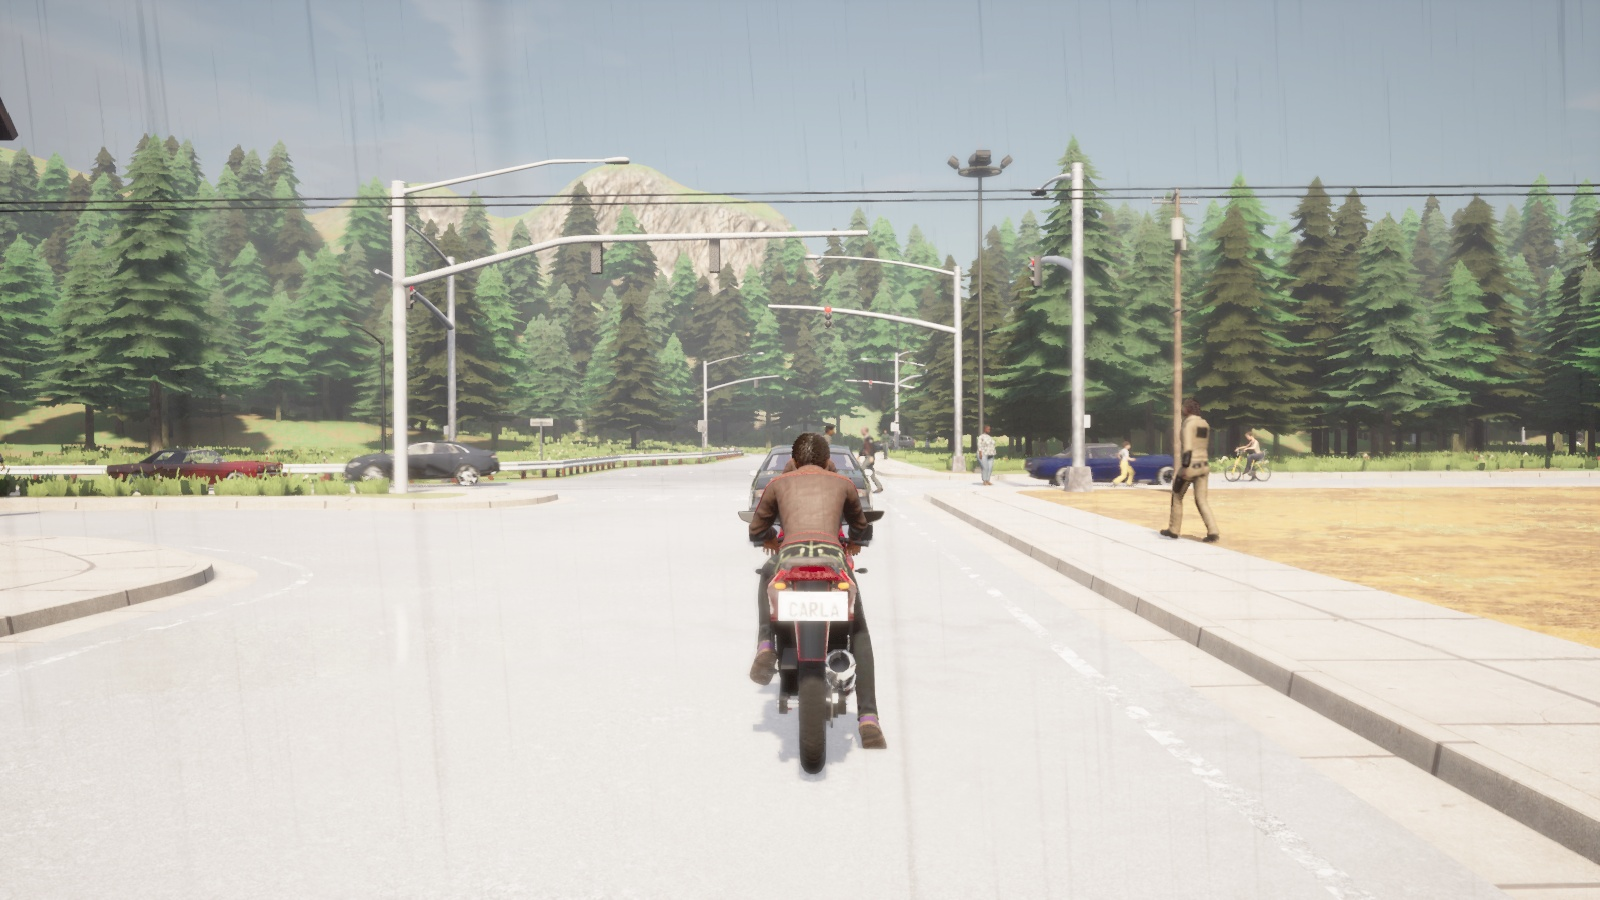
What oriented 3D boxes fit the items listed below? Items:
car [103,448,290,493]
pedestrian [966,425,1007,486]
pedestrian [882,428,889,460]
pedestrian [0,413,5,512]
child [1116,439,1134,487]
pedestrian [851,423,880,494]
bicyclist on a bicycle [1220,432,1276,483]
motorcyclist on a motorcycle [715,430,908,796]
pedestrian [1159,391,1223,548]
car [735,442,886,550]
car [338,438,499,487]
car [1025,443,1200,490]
[{"bbox_3d":[-18.043,0.596,37.681,4.718,1.301,1.895,0,1,1],"label":"car"},{"bbox_3d":[5.745,0.162,38.668,0.874,1.855,0.900,-1,1,-36],"label":"pedestrian"},{"bbox_3d":[5.054,-0.343,74.009,0.353,1.847,0.614,0,1,-1],"label":"pedestrian"},{"bbox_3d":[-15.076,0.239,23.217,0.353,1.847,0.614,0,1,1],"label":"pedestrian"},{"bbox_3d":[8.549,0.336,33.061,0.437,1.263,0.270,0,1,12],"label":"child"},{"bbox_3d":[1.724,0.218,33.053,0.720,1.854,0.376,0,1,-2],"label":"pedestrian"},{"bbox_3d":[14.380,0.245,40.329,1.509,1.612,0.866,0,1,2],"label":"bicyclist on a bicycle"},{"bbox_3d":[0.057,0.671,6.254,0.797,1.523,2.044,0,1,0],"label":"motorcyclist on a motorcycle"},{"bbox_3d":[4.916,0.233,15.807,0.396,1.930,0.692,-1,1,-27],"label":"pedestrian"},{"bbox_3d":[0.165,0.601,19.547,2.033,1.411,5.357,0,1,1],"label":"car"},{"bbox_3d":[-12.387,0.388,41.111,4.902,1.511,2.128,0,1,-12],"label":"car"},{"bbox_3d":[9.118,0.468,36.927,4.718,1.301,1.895,0,1,2],"label":"car"}]
